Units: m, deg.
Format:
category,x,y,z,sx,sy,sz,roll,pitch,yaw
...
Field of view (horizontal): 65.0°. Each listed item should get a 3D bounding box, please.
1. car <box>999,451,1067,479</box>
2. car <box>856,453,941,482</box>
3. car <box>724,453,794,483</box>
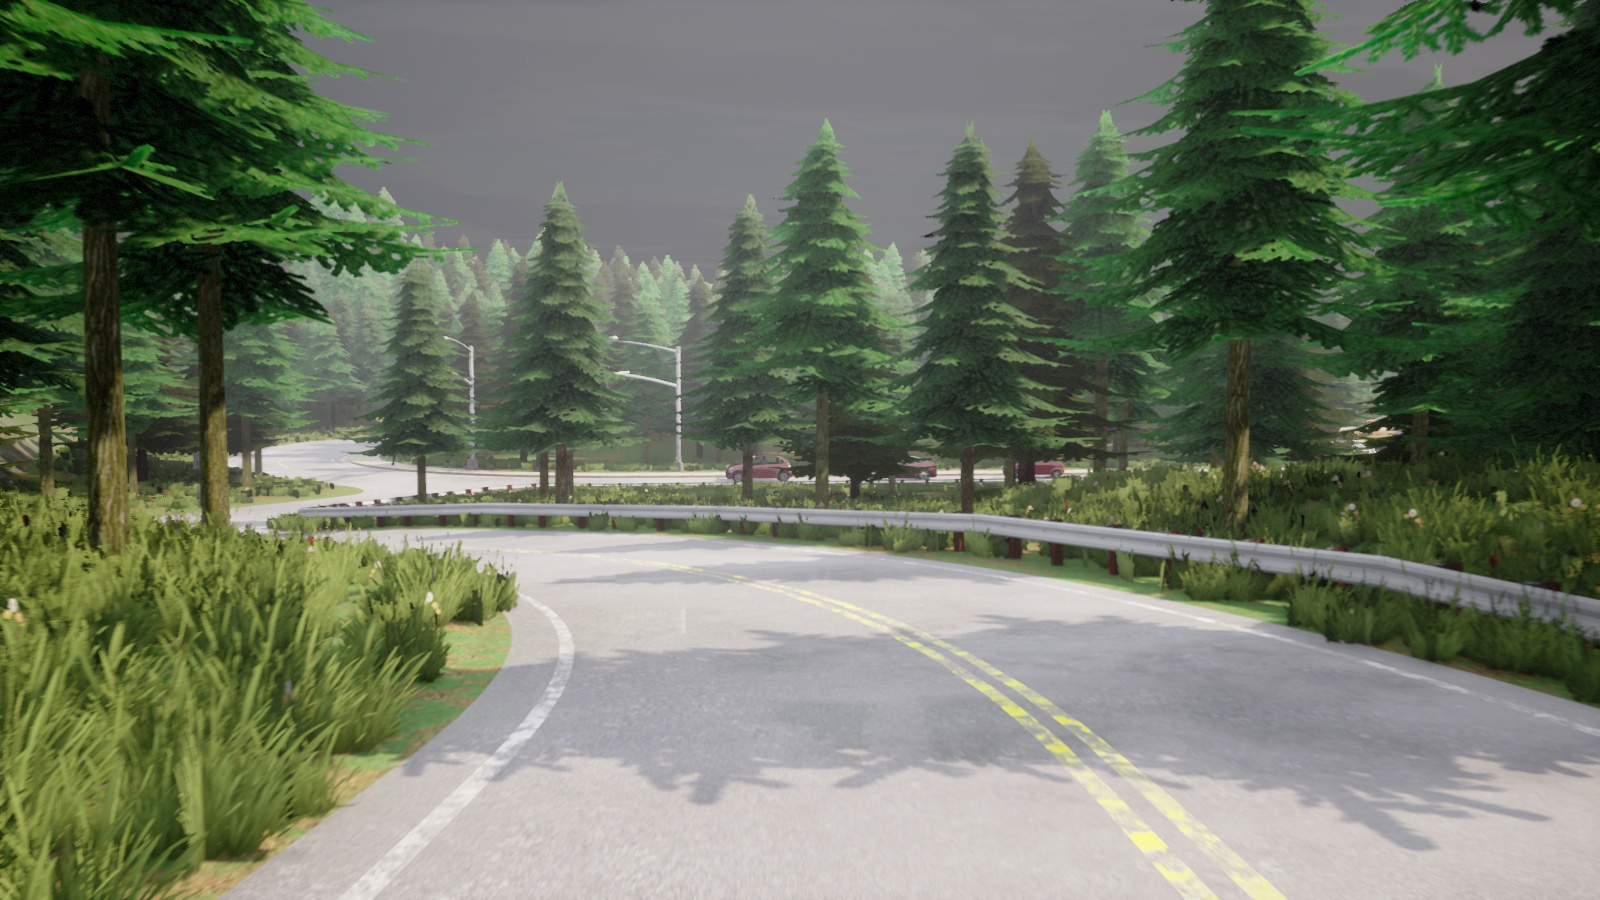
category,x,y,z,sx,sy,sz,roll,pitch,yaw
car,14.284,0.921,77.111,3.705,1.549,1.789,-1,4,-8
car,5.934,1.049,75.997,4.792,1.488,2.163,-1,4,-7
car,-2.470,1.049,74.960,3.988,1.617,1.851,-1,4,-7
